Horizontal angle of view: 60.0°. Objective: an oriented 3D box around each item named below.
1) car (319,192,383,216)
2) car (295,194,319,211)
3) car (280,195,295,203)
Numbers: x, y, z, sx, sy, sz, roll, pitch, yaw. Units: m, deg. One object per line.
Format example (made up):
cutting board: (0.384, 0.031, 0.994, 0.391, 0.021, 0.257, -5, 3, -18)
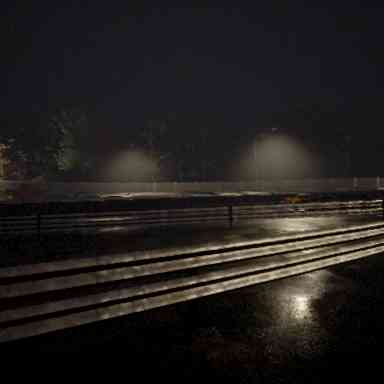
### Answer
car: (12.812, 0.842, 25.986, 4.553, 1.767, 2.097, -2, 1, -12)
car: (12.022, 0.973, 29.397, 4.892, 1.490, 1.837, -2, 1, -12)
car: (11.225, 0.921, 32.805, 5.008, 1.535, 1.882, -2, 1, -12)
